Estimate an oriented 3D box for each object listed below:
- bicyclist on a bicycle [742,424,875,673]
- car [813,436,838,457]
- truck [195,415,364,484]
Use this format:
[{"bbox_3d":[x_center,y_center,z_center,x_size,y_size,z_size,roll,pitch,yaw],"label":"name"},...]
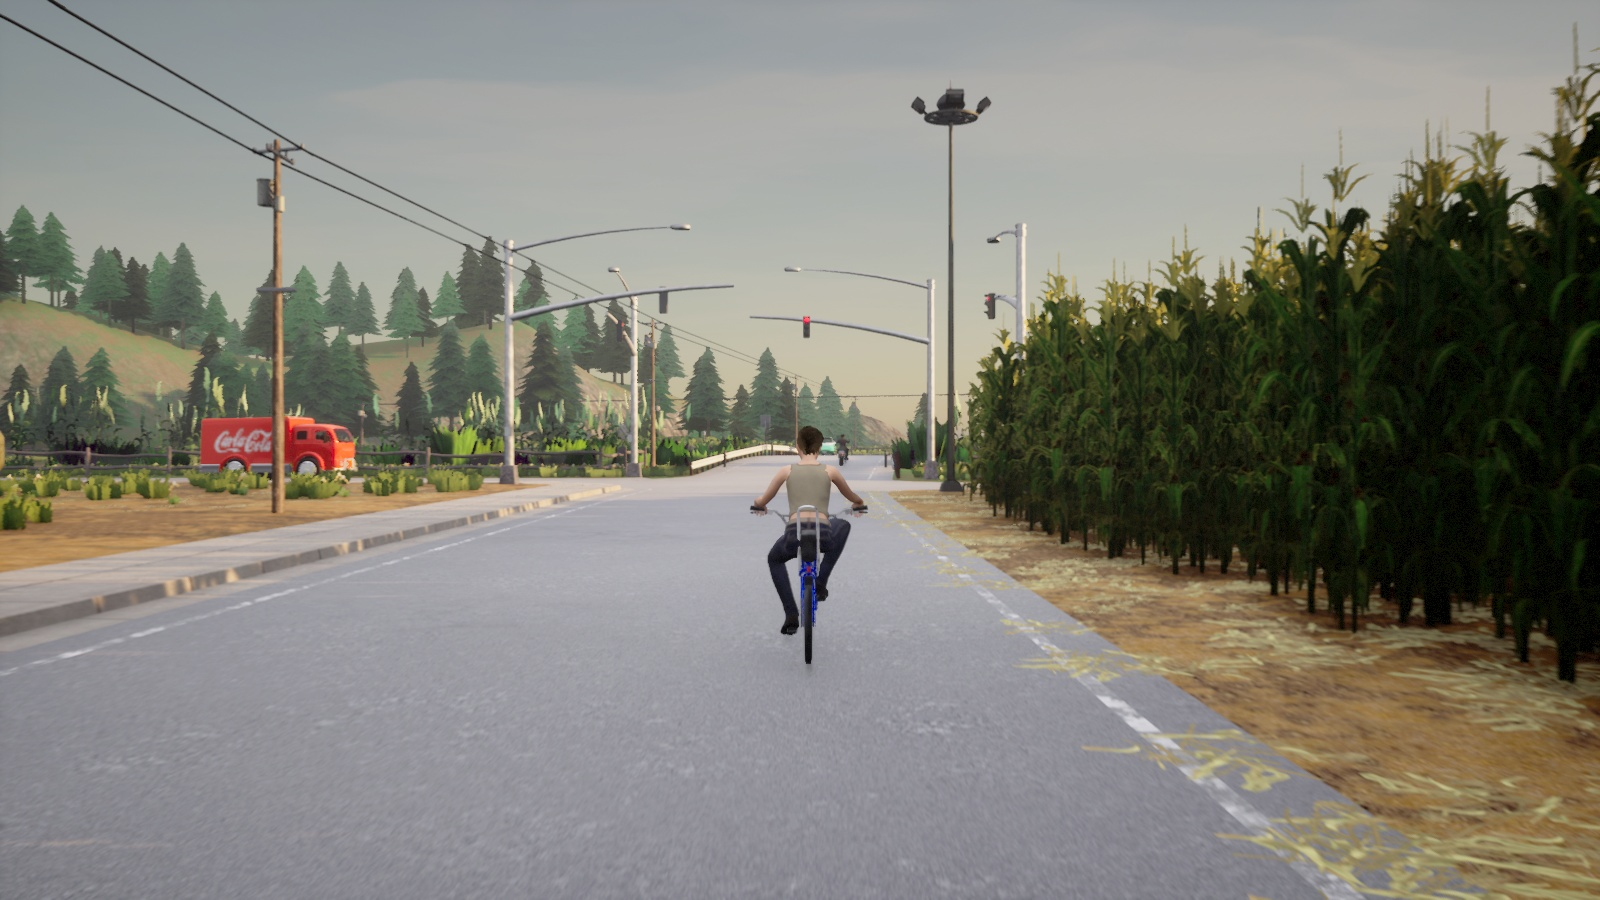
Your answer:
[{"bbox_3d":[0.062,0.637,8.916,0.866,1.612,1.509,0,0,1],"label":"bicyclist on a bicycle"},{"bbox_3d":[1.801,-0.230,87.558,1.481,1.376,2.207,0,-2,8],"label":"car"},{"bbox_3d":[-19.525,-0.027,47.285,5.204,2.467,2.627,-1,0,3],"label":"truck"}]
